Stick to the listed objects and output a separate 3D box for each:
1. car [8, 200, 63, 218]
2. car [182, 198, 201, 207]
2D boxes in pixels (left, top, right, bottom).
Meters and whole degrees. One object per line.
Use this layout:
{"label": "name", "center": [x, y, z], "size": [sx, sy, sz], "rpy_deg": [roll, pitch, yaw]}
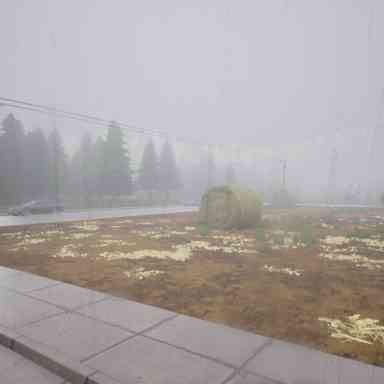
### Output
{"label": "car", "center": [-14.504, 1.531, 31.050], "size": [1.837, 1.490, 4.892], "rpy_deg": [0, 0, 37]}
{"label": "car", "center": [0.468, 1.627, 51.181], "size": [1.895, 1.301, 4.718], "rpy_deg": [0, 0, 37]}
